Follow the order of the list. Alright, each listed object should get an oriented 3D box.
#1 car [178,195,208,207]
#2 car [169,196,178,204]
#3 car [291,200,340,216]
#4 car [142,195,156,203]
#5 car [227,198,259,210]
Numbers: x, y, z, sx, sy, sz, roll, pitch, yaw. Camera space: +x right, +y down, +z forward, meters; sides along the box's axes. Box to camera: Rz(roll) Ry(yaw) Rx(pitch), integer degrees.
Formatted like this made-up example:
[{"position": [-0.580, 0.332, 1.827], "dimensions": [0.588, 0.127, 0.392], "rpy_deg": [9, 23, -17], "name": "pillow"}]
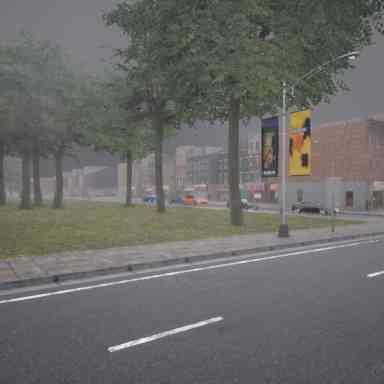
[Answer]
[{"position": [0.473, 1.266, 49.791], "dimensions": [2.097, 1.767, 4.553], "rpy_deg": [1, 0, -35], "name": "car"}, {"position": [-2.332, 1.380, 58.674], "dimensions": [2.128, 1.511, 4.902], "rpy_deg": [1, 0, -35], "name": "car"}, {"position": [12.251, 1.568, 33.288], "dimensions": [2.128, 1.511, 4.902], "rpy_deg": [1, 0, -36], "name": "car"}, {"position": [-8.338, 1.332, 66.987], "dimensions": [1.882, 1.535, 5.008], "rpy_deg": [1, 0, -36], "name": "car"}, {"position": [6.272, 1.509, 41.654], "dimensions": [1.812, 1.442, 4.674], "rpy_deg": [1, 0, -36], "name": "car"}]
